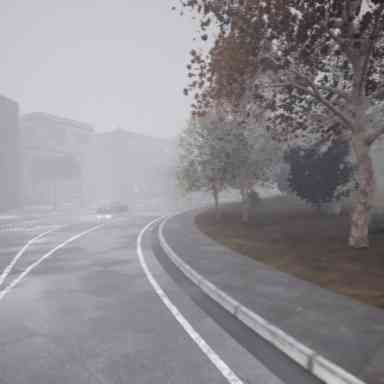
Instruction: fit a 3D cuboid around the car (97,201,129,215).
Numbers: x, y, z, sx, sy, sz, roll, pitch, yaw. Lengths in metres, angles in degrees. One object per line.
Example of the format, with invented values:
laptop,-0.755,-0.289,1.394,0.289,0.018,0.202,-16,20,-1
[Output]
car,-8.686,1.707,36.739,1.994,1.385,4.181,-2,1,20
